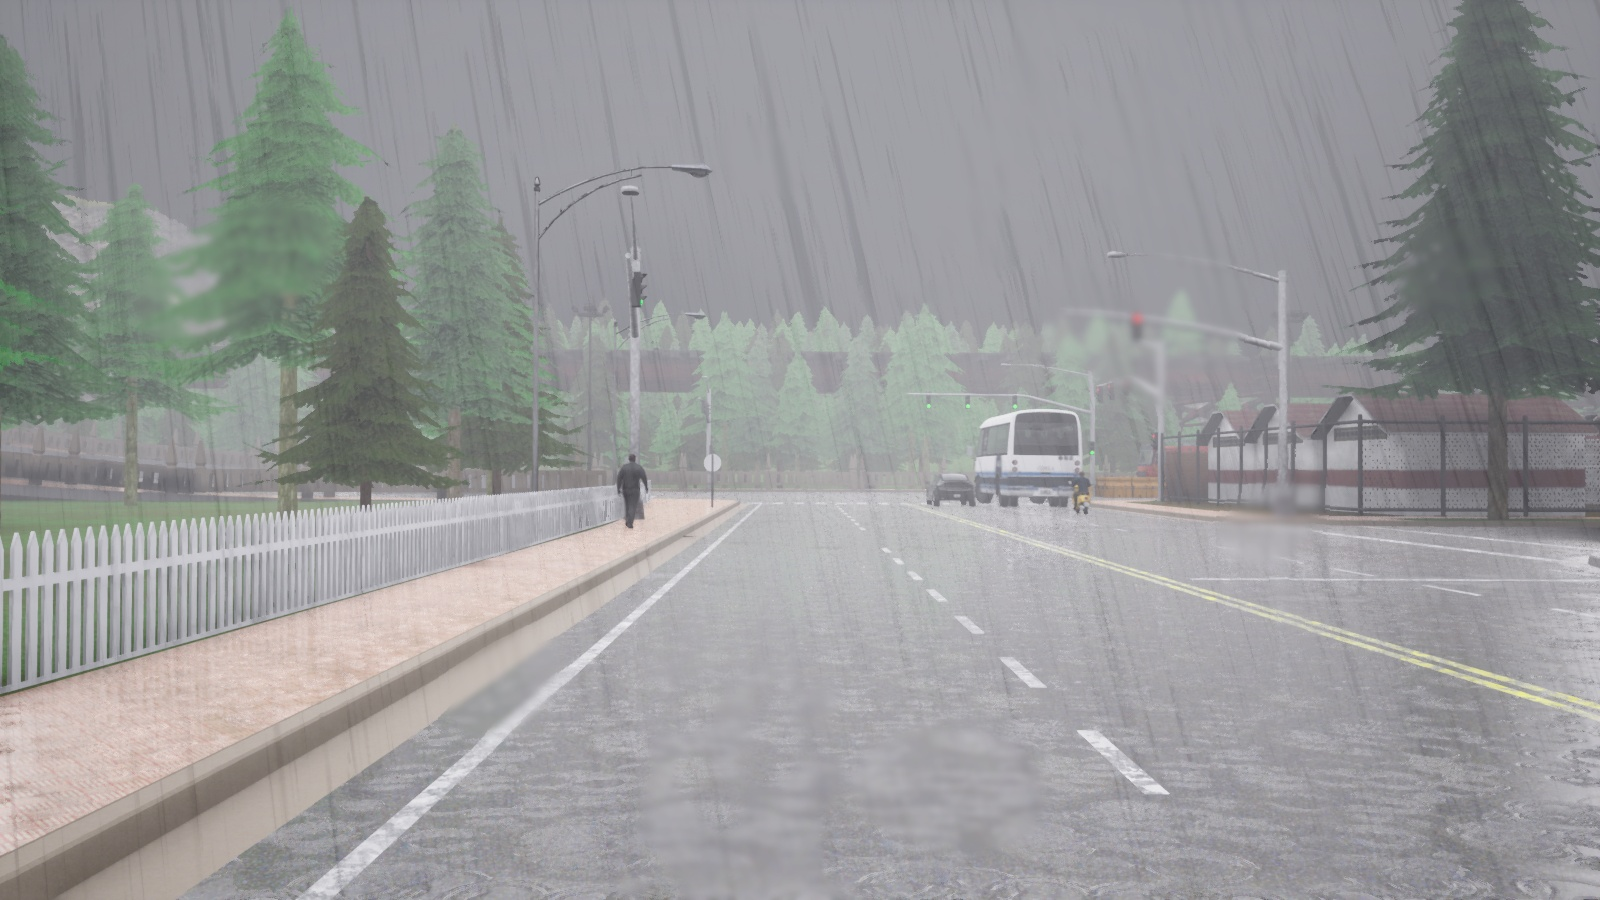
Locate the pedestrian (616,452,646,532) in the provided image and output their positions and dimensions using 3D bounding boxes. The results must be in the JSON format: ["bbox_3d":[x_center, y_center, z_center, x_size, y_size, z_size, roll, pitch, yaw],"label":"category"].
[{"bbox_3d":[-4.036,0.992,30.037,0.563,1.883,0.849,0,-1,3],"label":"pedestrian"}]

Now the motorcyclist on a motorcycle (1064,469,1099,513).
[{"bbox_3d":[10.441,1.507,46.610,0.866,1.590,1.817,0,-1,0],"label":"motorcyclist on a motorcycle"}]

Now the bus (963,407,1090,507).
[{"bbox_3d":[10.389,0.384,58.952,3.944,4.253,10.273,0,-1,-1],"label":"bus"}]

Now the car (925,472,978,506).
[{"bbox_3d":[6.920,1.762,57.901,1.837,1.490,4.892,0,-1,0],"label":"car"}]

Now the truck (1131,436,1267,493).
[{"bbox_3d":[27.591,0.997,87.012,8.468,3.827,2.891,0,-1,-2],"label":"truck"}]
